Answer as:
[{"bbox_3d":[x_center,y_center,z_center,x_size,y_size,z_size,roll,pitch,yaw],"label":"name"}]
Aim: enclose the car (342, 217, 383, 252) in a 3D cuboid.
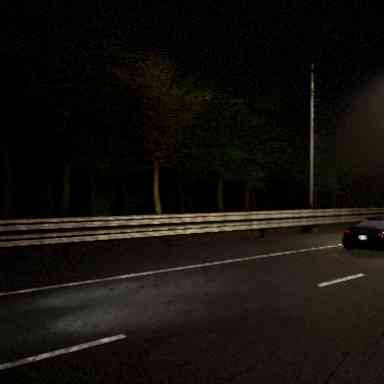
[{"bbox_3d":[8.148,1.734,13.858,4.181,1.385,1.994,1,0,-36],"label":"car"}]
